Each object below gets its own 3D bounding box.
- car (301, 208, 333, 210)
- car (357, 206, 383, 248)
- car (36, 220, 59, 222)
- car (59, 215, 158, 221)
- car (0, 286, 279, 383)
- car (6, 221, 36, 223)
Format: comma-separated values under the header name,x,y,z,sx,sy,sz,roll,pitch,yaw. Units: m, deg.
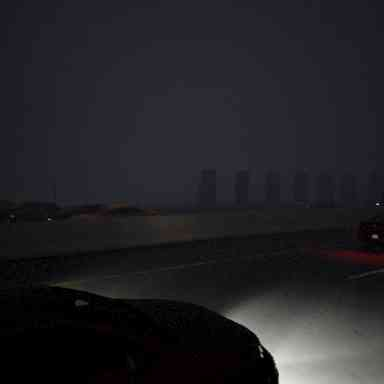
name,x,y,z,sx,sy,sz,roll,pitch,yaw
car,13.509,1.480,35.863,4.674,1.442,1.812,0,0,-26
car,8.774,1.462,13.317,5.008,1.535,1.882,0,0,-30
car,-6.650,1.471,20.462,4.892,1.490,1.837,0,0,-33
car,-4.171,1.449,17.897,5.008,1.535,1.882,0,0,-33
car,-1.209,1.559,2.774,4.181,1.385,1.994,0,0,-35
car,-10.142,1.525,22.331,4.181,1.385,1.994,0,0,-34
